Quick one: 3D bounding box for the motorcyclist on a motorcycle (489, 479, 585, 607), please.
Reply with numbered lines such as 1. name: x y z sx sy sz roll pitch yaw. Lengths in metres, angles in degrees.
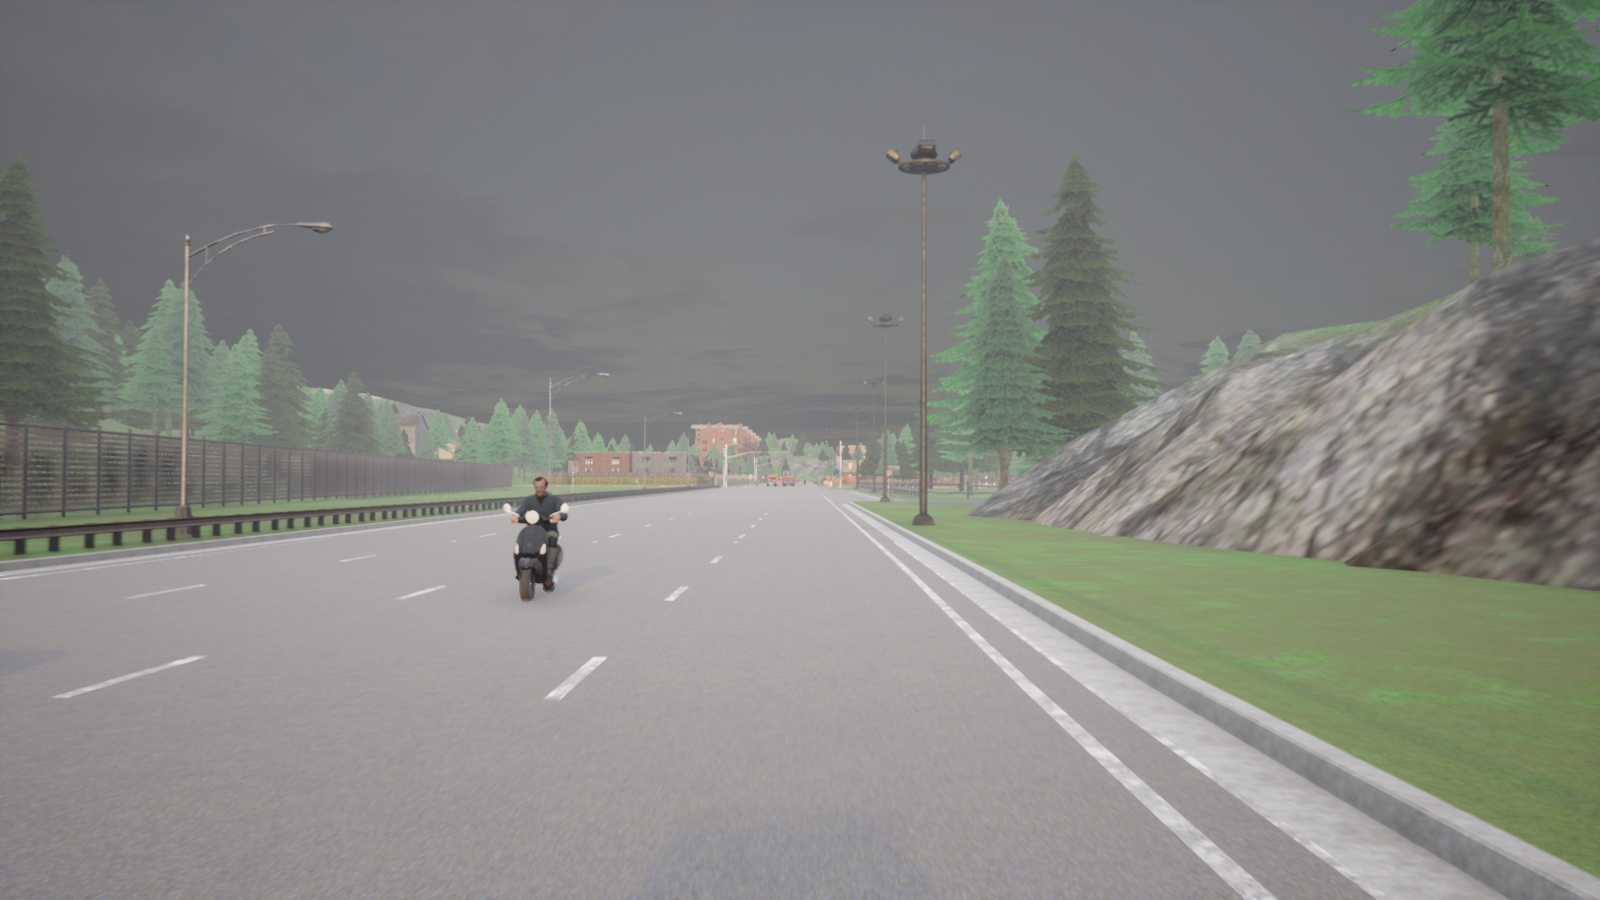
1. motorcyclist on a motorcycle: -3.438 1.182 16.566 0.866 1.590 1.817 0 -1 1
